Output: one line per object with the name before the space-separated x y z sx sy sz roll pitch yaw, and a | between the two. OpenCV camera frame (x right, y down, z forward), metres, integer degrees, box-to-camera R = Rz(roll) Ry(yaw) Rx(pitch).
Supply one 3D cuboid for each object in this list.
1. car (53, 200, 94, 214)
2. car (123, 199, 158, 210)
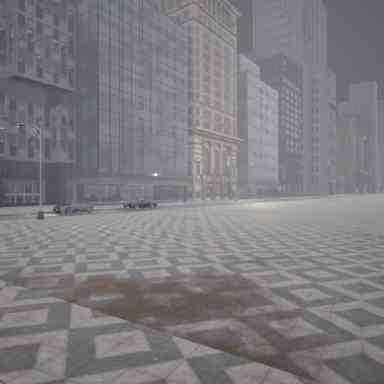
car | -12.460 1.577 35.163 1.994 1.385 4.181 0 0 37
car | -6.688 1.600 43.272 1.895 1.301 4.718 0 0 36
